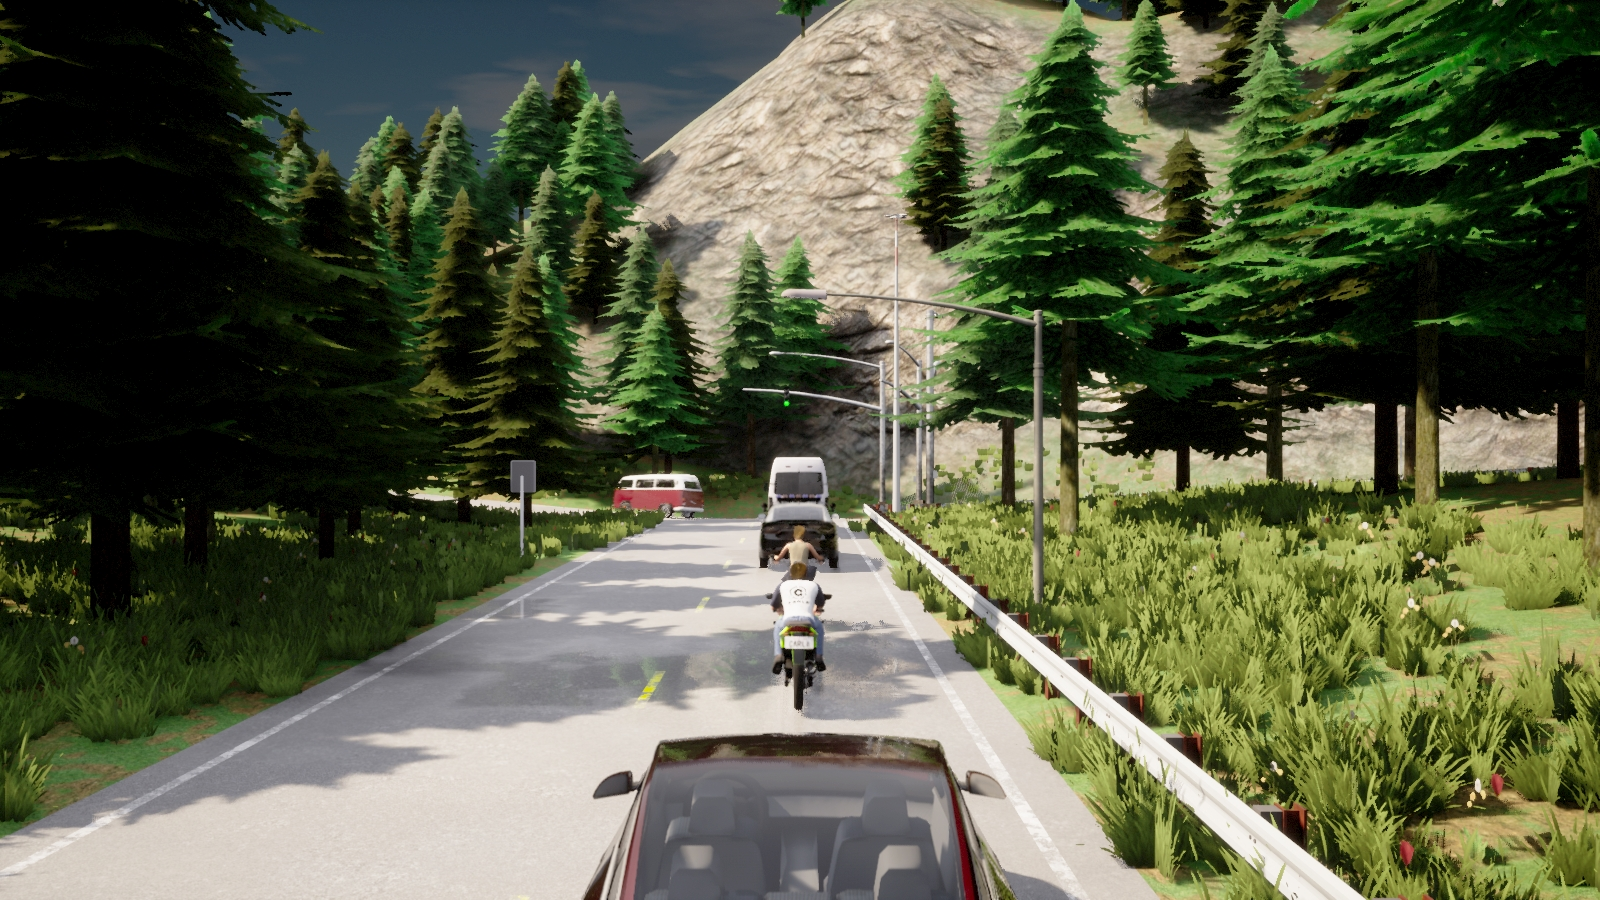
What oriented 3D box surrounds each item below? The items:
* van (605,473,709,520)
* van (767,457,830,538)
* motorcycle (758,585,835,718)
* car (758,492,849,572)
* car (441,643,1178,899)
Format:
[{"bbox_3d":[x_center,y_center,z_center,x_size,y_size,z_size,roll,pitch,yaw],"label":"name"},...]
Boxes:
[{"bbox_3d":[-6.670,2.162,53.187,4.480,2.038,2.069,-1,-5,34],"label":"van"},{"bbox_3d":[-0.138,1.534,39.240,1.988,2.561,5.915,0,0,-2],"label":"van"},{"bbox_3d":[-0.033,2.213,12.901,0.803,1.145,2.033,0,0,0],"label":"motorcycle"},{"bbox_3d":[0.078,1.982,28.821,2.097,1.638,5.238,0,0,0],"label":"car"},{"bbox_3d":[0.026,2.063,5.396,2.163,1.488,4.792,0,0,0],"label":"car"}]
